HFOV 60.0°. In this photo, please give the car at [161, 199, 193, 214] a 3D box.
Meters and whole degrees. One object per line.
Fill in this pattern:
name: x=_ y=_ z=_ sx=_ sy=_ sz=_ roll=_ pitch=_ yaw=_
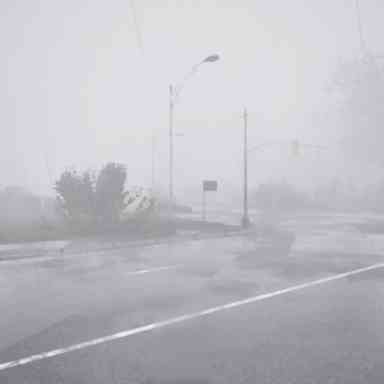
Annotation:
car: x=-1.860 y=1.508 z=34.810 sx=1.812 sy=1.442 sz=4.674 roll=0 pitch=0 yaw=-39
